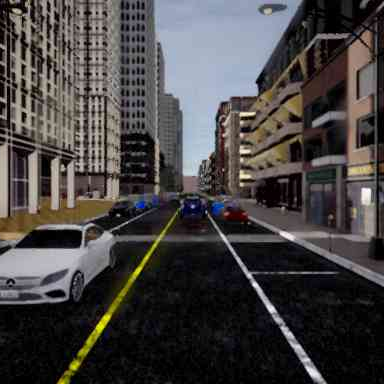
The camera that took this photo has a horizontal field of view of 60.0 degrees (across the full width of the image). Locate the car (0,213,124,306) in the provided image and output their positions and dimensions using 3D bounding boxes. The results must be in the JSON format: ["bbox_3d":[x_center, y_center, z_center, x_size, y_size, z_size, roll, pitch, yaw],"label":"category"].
[{"bbox_3d":[-3.116,1.478,8.035,1.812,1.442,4.674,0,0,0],"label":"car"}]

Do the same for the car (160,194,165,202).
[{"bbox_3d":[-5.707,1.099,61.769,1.967,1.590,4.097,0,0,0],"label":"car"}]

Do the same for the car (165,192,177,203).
[{"bbox_3d":[-3.020,1.223,58.570,2.033,1.411,5.357,0,0,0],"label":"car"}]

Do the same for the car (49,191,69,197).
[{"bbox_3d":[-32.383,0.542,80.893,4.206,1.307,1.802,1,-1,0],"label":"car"}]

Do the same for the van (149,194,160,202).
[{"bbox_3d":[-5.702,1.088,44.823,1.690,1.788,3.998,0,0,0],"label":"van"}]

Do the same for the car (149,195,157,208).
[{"bbox_3d":[-5.700,1.328,39.175,2.008,1.369,4.403,0,0,0],"label":"car"}]

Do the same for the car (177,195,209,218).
[{"bbox_3d":[0.074,1.189,28.223,2.097,1.767,4.553,0,0,0],"label":"car"}]

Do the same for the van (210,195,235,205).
[{"bbox_3d":[2.683,1.180,27.879,1.690,1.788,3.998,0,0,0],"label":"van"}]

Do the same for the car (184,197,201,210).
[{"bbox_3d":[0.065,1.334,40.695,1.994,1.385,4.181,0,0,0],"label":"car"}]

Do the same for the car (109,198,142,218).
[{"bbox_3d":[-5.697,1.405,27.878,1.947,1.339,4.313,0,0,0],"label":"car"}]

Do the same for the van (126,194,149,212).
[{"bbox_3d":[-5.699,1.149,33.525,1.690,1.788,3.998,0,0,0],"label":"van"}]

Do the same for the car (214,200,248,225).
[{"bbox_3d":[2.684,1.453,22.232,1.802,1.307,4.206,0,0,0],"label":"car"}]

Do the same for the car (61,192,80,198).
[{"bbox_3d":[-26.726,0.706,72.528,4.206,1.307,1.802,1,-1,0],"label":"car"}]

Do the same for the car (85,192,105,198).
[{"bbox_3d":[-21.149,0.672,72.545,4.097,1.590,1.967,1,-1,0],"label":"car"}]

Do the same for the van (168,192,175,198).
[{"bbox_3d":[-5.715,0.838,94.242,1.690,1.788,3.998,0,0,0],"label":"van"}]
